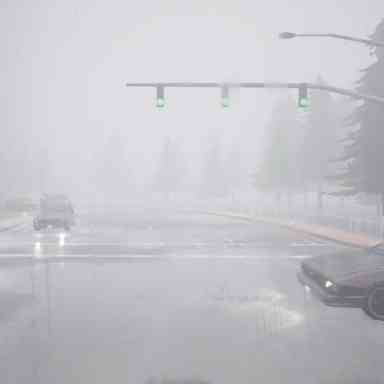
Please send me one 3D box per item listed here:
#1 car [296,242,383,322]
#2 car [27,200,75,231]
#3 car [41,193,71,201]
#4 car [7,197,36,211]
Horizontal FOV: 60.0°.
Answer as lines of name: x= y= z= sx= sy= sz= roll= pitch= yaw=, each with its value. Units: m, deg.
car: x=4.971 y=1.545 z=6.596 sx=5.357 sy=1.411 sz=2.033 roll=0 pitch=0 yaw=1
car: x=-8.272 y=1.471 z=20.418 sx=2.033 sy=1.411 sz=5.357 roll=0 pitch=0 yaw=-14
car: x=-12.330 y=1.130 z=30.064 sx=2.150 sy=2.045 sz=5.566 roll=0 pitch=0 yaw=-32
car: x=-19.504 y=1.366 z=38.415 sx=5.008 sy=1.535 sz=1.882 roll=0 pitch=0 yaw=40
